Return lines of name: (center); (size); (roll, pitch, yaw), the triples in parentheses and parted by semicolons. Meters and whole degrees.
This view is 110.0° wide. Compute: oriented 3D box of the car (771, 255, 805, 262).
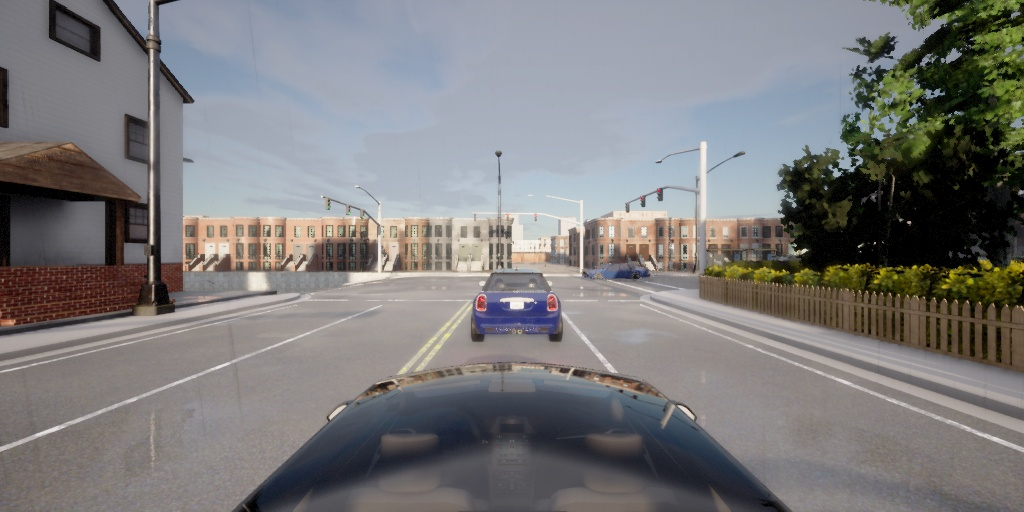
car: (22.996, 0.969, 29.724); (5.566, 2.045, 2.150); (0, 0, 0)

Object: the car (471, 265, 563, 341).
car: (0.108, 1.102, 9.994); (2.097, 1.767, 4.553); (0, 0, 0)

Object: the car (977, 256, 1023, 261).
car: (39.770, 0.974, 29.741); (5.566, 2.045, 2.150); (0, 0, -1)

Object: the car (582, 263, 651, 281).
car: (8.580, 1.297, 29.682); (5.357, 1.411, 2.033); (0, 0, 0)
